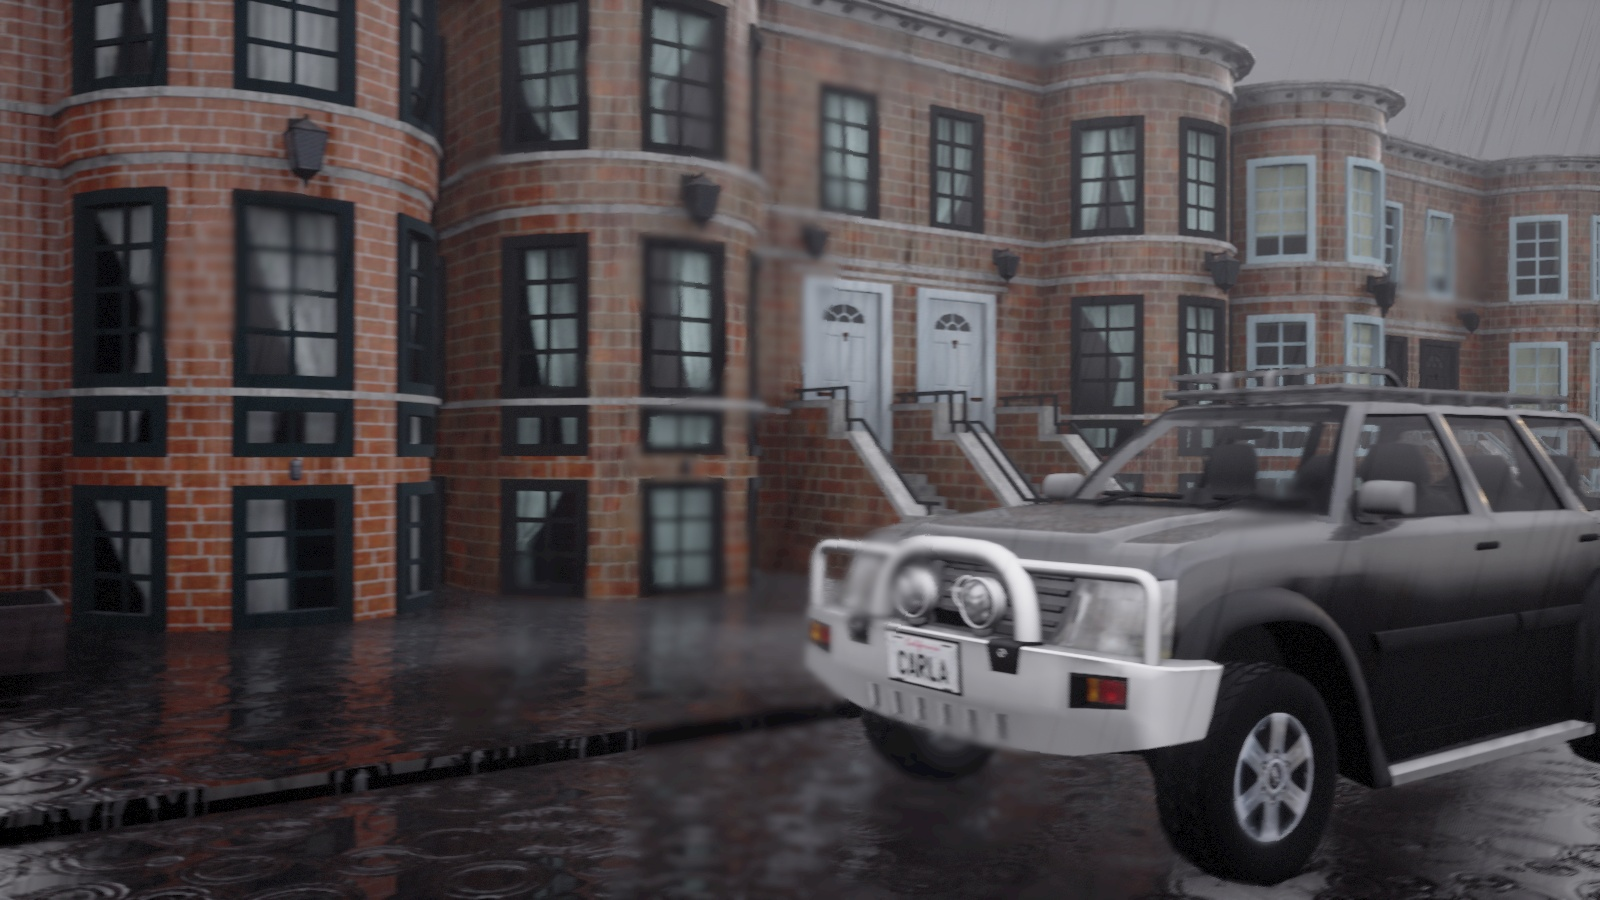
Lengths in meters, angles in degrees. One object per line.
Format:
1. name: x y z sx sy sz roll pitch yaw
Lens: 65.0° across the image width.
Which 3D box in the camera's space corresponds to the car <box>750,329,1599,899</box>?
1. car: 2.232 0.571 5.822 4.605 1.855 1.932 0 0 -35
